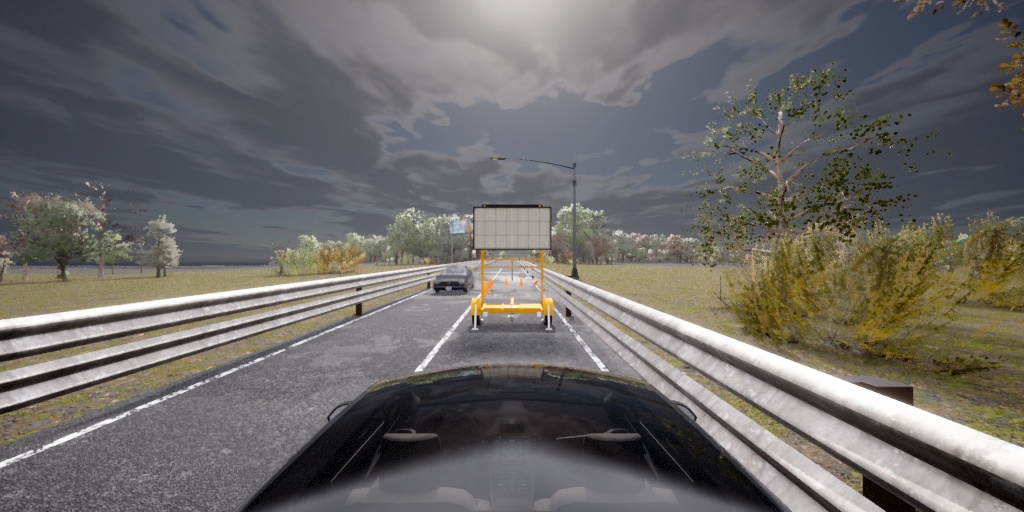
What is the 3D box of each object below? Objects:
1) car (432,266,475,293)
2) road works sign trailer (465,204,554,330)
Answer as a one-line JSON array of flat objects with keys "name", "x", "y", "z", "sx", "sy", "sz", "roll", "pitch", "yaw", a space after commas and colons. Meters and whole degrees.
[{"name": "car", "x": -3.252, "y": 1.305, "z": 21.087, "sx": 2.033, "sy": 1.411, "sz": 5.357, "roll": 0, "pitch": 0, "yaw": 0}, {"name": "road works sign trailer", "x": 0.009, "y": 0.218, "z": 11.101, "sx": 2.380, "sy": 3.560, "sz": 2.880, "roll": 0, "pitch": 0, "yaw": 0}]
